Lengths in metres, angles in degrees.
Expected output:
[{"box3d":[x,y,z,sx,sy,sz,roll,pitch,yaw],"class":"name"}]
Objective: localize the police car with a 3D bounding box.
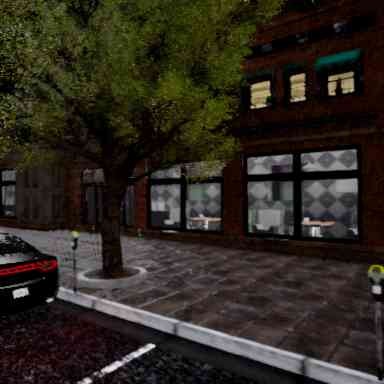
[{"box3d":[-4.877,1.429,6.896,5.238,1.638,1.930,0,0,35],"class":"police car"}]
